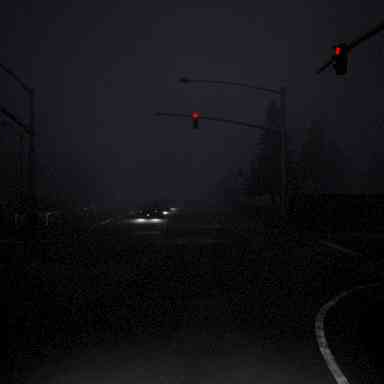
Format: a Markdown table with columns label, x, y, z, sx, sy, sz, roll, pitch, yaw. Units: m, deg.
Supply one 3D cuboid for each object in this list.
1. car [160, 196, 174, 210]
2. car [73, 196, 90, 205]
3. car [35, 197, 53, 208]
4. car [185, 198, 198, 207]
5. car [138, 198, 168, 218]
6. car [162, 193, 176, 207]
| label | x | y | z | sx | sy | sz | roll | pitch | yaw |
| --- | --- | --- | --- | --- | --- | --- | --- | --- | --- |
| car | -3.688 | 1.547 | 40.626 | 2.033 | 1.411 | 5.357 | 0 | 0 | 0 |
| car | -17.578 | 1.374 | 52.955 | 1.845 | 1.501 | 3.633 | 0 | 0 | 0 |
| car | -20.614 | 1.384 | 45.557 | 1.970 | 1.475 | 3.806 | 0 | 0 | 0 |
| car | -0.118 | 1.601 | 51.173 | 1.895 | 1.301 | 4.718 | 0 | 0 | 0 |
| car | -3.671 | 1.547 | 30.521 | 2.033 | 1.411 | 5.357 | 0 | 0 | 0 |
| car | -3.659 | 1.221 | 50.979 | 2.150 | 2.045 | 5.566 | 0 | 0 | -2 |
